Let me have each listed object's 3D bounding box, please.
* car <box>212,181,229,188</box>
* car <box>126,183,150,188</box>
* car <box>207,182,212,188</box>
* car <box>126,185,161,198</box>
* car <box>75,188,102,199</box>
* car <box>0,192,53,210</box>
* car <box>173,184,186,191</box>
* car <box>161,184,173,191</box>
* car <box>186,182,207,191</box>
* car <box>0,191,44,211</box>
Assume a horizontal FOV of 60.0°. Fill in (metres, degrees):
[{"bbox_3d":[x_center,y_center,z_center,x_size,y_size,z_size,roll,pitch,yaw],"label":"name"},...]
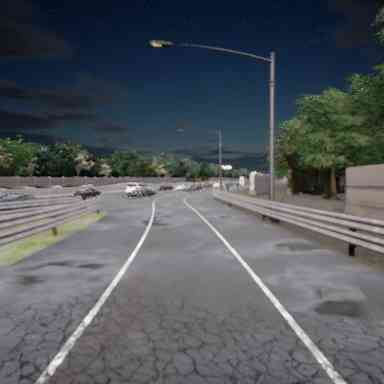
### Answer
[{"bbox_3d":[8.056,-2.118,94.177,2.150,2.045,5.566,0,2,18],"label":"car"},{"bbox_3d":[-8.670,-0.472,54.059,2.150,2.045,5.566,0,2,18],"label":"car"},{"bbox_3d":[4.708,-2.002,95.199,2.097,1.767,4.553,0,2,18],"label":"car"},{"bbox_3d":[-6.939,0.069,48.097,2.033,1.411,5.357,0,2,18],"label":"car"},{"bbox_3d":[-14.646,0.145,47.044,1.812,1.442,4.674,0,2,18],"label":"car"},{"bbox_3d":[-13.793,0.921,27.117,2.033,1.411,5.357,0,2,18],"label":"car"},{"bbox_3d":[-2.087,-0.984,74.205,1.812,1.442,4.674,0,2,18],"label":"car"},{"bbox_3d":[-5.676,-0.992,74.491,1.837,1.490,4.892,0,2,18],"label":"car"},{"bbox_3d":[0.978,-0.934,72.319,2.128,1.511,4.902,0,2,18],"label":"car"},{"bbox_3d":[-16.327,0.749,30.635,2.128,1.511,4.902,0,2,18],"label":"car"}]
